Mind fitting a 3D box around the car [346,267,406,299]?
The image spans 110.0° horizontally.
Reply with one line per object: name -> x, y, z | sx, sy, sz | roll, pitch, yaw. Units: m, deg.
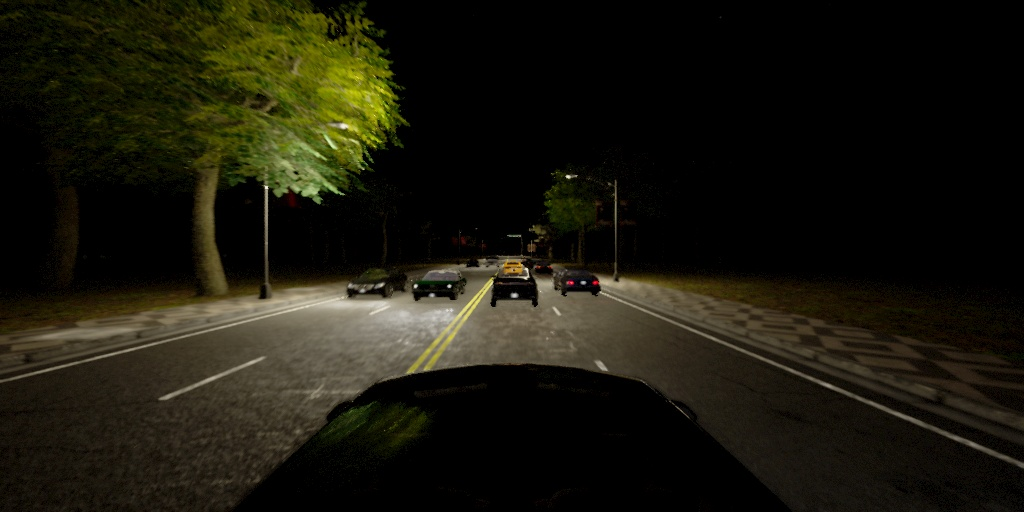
car -> -6.613, 1.281, 18.211 | 1.812, 1.442, 4.674 | 0, 0, 0

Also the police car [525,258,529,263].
police car -> 3.227, 1.199, 49.355 | 1.930, 1.638, 5.238 | 0, 0, 0

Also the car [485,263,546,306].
car -> 0.092, 1.246, 15.732 | 2.128, 1.511, 4.902 | 0, 0, 0

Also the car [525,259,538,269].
car -> 3.222, 1.300, 60.245 | 1.812, 1.442, 4.674 | 0, 0, 0

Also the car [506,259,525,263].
car -> 0.084, 1.244, 35.962 | 1.882, 1.535, 5.008 | 0, 0, 0

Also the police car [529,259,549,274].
police car -> 3.232, 1.273, 38.246 | 2.038, 1.542, 4.974 | 0, 0, 0

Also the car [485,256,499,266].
car -> -3.301, 0.995, 60.906 | 2.150, 2.045, 5.566 | 0, 0, 0

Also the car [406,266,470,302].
car -> -3.356, 1.356, 17.298 | 1.895, 1.301, 4.718 | 0, 0, 0

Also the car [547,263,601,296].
car -> 3.342, 1.303, 19.284 | 2.033, 1.411, 5.357 | 0, 0, 0

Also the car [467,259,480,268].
car -> -6.555, 1.251, 60.949 | 1.882, 1.535, 5.008 | 0, 0, 0
